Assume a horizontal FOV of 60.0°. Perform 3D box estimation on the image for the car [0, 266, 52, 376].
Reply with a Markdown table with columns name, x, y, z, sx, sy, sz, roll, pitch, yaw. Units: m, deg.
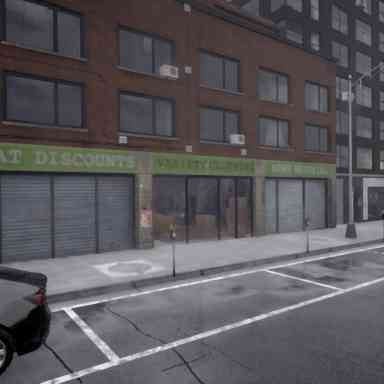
| name | x | y | z | sx | sy | sz | roll | pitch | yaw |
| --- | --- | --- | --- | --- | --- | --- | --- | --- | --- |
| car | -3.902 | 1.566 | 3.760 | 4.313 | 1.339 | 1.947 | 0 | -1 | -35 |
